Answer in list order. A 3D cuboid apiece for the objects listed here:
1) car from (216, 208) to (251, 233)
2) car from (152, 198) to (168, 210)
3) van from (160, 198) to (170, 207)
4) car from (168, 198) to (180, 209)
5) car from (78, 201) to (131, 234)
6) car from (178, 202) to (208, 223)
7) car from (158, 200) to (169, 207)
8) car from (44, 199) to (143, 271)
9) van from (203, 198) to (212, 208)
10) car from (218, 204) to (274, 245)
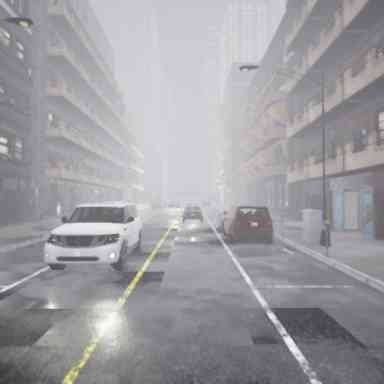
[{"bbox_3d":[2.702,1.843,22.312,1.802,1.307,4.206,1,-1,0],"label":"car"},{"bbox_3d":[-5.647,2.193,55.499,2.008,1.369,4.403,1,-1,0],"label":"car"},{"bbox_3d":[-5.813,2.173,72.122,1.690,1.788,3.998,1,-1,0],"label":"van"},{"bbox_3d":[-3.038,2.240,58.416,1.994,1.385,4.181,0,-1,1],"label":"car"},{"bbox_3d":[-5.674,1.576,22.263,2.192,1.841,5.009,1,-1,0],"label":"car"},{"bbox_3d":[0.077,1.889,29.338,2.033,1.411,5.357,0,-1,0],"label":"car"},{"bbox_3d":[-5.648,2.335,66.579,1.947,1.339,4.313,1,-1,0],"label":"car"},{"bbox_3d":[-3.101,1.363,11.756,2.150,2.045,5.566,0,-1,0],"label":"car"},{"bbox_3d":[2.704,2.047,61.095,1.690,1.788,3.998,1,-1,0],"label":"van"},{"bbox_3d":[2.708,1.512,16.776,2.192,1.841,5.009,1,-1,0],"label":"car"}]
